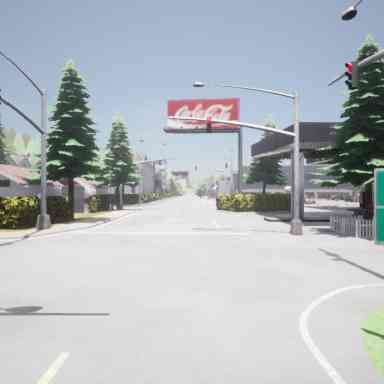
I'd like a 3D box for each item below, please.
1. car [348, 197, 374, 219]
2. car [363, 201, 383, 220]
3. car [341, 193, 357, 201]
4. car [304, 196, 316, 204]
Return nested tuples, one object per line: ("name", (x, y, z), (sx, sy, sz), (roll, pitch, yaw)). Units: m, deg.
("car", (14.310, 1.504, 25.024), (3.866, 1.878, 1.905), (0, 0, 0))
("car", (18.623, 1.672, 30.704), (4.611, 1.667, 2.242), (0, 0, 0))
("car", (34.737, 1.489, 71.931), (2.007, 1.523, 4.514), (0, 0, 0))
("car", (22.351, 1.552, 64.110), (1.970, 1.475, 3.806), (0, 0, 0))
